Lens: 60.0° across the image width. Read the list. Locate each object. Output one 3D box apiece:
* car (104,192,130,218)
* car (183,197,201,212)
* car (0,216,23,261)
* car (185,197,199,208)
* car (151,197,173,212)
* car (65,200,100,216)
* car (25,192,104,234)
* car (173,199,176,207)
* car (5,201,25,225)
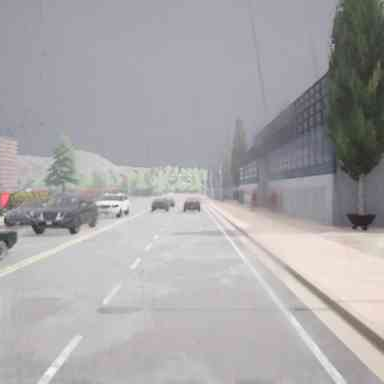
[{"bbox_3d":[-7.059,1.164,29.898,2.150,2.045,5.566,0,0,1],"label":"car"},{"bbox_3d":[-0.002,1.407,37.308,1.882,1.535,5.008,0,0,0],"label":"car"},{"bbox_3d":[-7.084,1.582,9.505,1.895,1.301,4.718,0,0,0],"label":"car"},{"bbox_3d":[0.006,1.472,48.455,1.994,1.385,4.181,0,0,0],"label":"car"},{"bbox_3d":[-3.502,1.434,37.308,1.837,1.490,4.892,0,0,0],"label":"car"},{"bbox_3d":[-10.561,1.502,32.349,1.994,1.385,4.181,0,0,0],"label":"car"},{"bbox_3d":[-7.076,1.185,19.242,2.150,2.045,5.566,0,0,0],"label":"car"},{"bbox_3d":[-3.492,1.472,48.444,1.994,1.385,4.181,0,0,0],"label":"car"},{"bbox_3d":[-10.586,1.309,22.464,2.097,1.767,4.553,0,0,0],"label":"car"}]
